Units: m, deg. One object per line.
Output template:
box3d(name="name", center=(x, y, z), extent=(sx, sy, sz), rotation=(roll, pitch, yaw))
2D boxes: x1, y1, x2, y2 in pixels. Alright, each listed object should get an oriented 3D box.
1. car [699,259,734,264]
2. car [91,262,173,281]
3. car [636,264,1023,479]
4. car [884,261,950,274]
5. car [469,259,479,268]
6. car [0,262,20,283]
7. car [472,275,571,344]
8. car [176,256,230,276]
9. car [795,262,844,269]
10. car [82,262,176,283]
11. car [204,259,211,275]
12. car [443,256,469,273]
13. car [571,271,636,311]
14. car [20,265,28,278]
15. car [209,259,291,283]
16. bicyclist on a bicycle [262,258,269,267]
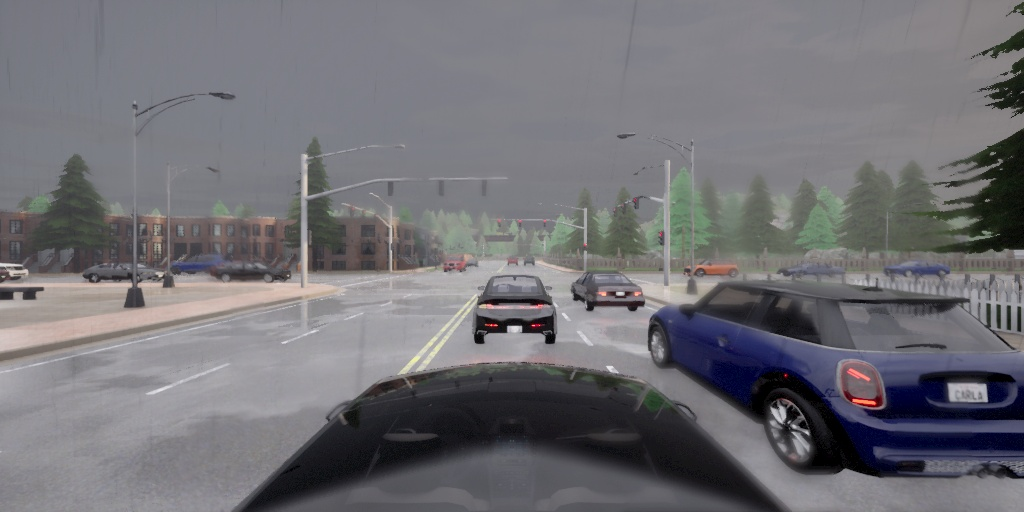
box3d(name="car", center=(18.764, 1.102, 33.963), extent=(4.553, 1.767, 2.097), rotation=(0, 0, 0))
box3d(name="car", center=(-31.917, 1.276, 30.224), extent=(4.674, 1.442, 1.812), rotation=(0, 0, -7))
box3d(name="car", center=(3.607, 1.102, 4.958), extent=(2.097, 1.767, 4.553), rotation=(0, 0, 0))
box3d(name="car", center=(38.167, 1.228, 33.901), extent=(5.008, 1.535, 1.882), rotation=(0, 0, 0))
box3d(name="car", center=(-6.958, 1.255, 62.916), extent=(1.837, 1.490, 4.892), rotation=(0, 0, 1))
box3d(name="car", center=(-39.175, 1.228, 25.224), extent=(5.008, 1.535, 1.882), rotation=(0, 0, -18))
box3d(name="car", center=(0.076, 1.242, 9.549), extent=(2.128, 1.511, 4.902), rotation=(0, 0, 1))
box3d(name="car", center=(-32.405, 0.971, 37.472), extent=(5.566, 2.045, 2.150), rotation=(0, 0, -5))
box3d(name="car", center=(28.289, 1.297, 33.933), extent=(5.357, 1.411, 2.033), rotation=(0, 0, 1))
box3d(name="car", center=(-29.007, 1.241, 26.946), extent=(4.902, 1.511, 2.128), rotation=(0, 0, -4))
box3d(name="car", center=(-22.820, 1.228, 30.656), extent=(5.008, 1.535, 1.882), rotation=(0, 0, -1))
box3d(name="car", center=(-7.024, 0.971, 44.300), extent=(2.150, 2.045, 5.566), rotation=(0, 0, 0))
box3d(name="car", center=(3.606, 1.297, 14.376), extent=(2.033, 1.411, 5.357), rotation=(0, 0, 0))
box3d(name="car", center=(-42.179, 0.971, 27.894), extent=(5.566, 2.045, 2.150), rotation=(0, 0, -21))
box3d(name="car", center=(-19.510, 1.228, 27.219), extent=(5.008, 1.535, 1.882), rotation=(0, 0, -1))
box3d(name="bicyclist on a bicycle", center=(-28.748, 1.053, 41.670), extent=(0.582, 1.620, 1.656), rotation=(0, 0, -1))
